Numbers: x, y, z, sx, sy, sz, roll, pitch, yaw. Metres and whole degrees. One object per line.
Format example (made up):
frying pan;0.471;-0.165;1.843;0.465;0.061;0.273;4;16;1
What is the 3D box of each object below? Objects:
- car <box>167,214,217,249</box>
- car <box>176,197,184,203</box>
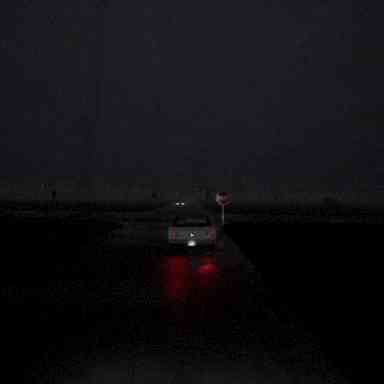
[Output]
car;0.000;1.635;14.681;1.895;1.301;4.718;0;0;0
car;-2.750;1.898;79.292;2.033;1.411;5.357;0;0;0
